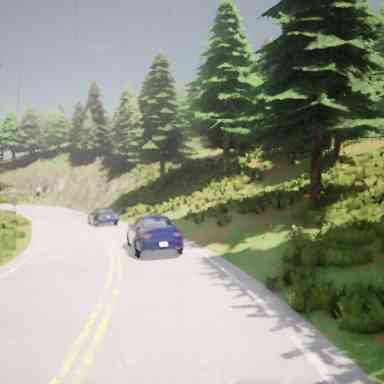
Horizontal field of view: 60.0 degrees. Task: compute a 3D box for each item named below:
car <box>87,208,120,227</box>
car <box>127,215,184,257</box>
[{"bbox_3d":[-7.411,1.999,27.560,2.033,1.411,5.357,-2,0,-25],"label":"car"},{"bbox_3d":[-1.629,1.689,13.847,1.812,1.442,4.674,-1,0,-16],"label":"car"}]
